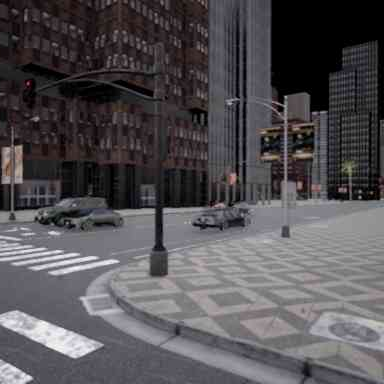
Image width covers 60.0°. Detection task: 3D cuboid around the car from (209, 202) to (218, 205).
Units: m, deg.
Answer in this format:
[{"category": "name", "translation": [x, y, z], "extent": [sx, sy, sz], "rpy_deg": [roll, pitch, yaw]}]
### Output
[{"category": "car", "translation": [3.024, 2.033, 41.463], "extent": [1.812, 1.442, 4.674], "rpy_deg": [0, -1, 35]}]

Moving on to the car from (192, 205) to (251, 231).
[{"category": "car", "translation": [2.147, 1.855, 22.996], "extent": [2.033, 1.411, 5.357], "rpy_deg": [0, -1, 36]}]

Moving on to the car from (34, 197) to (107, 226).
[{"category": "car", "translation": [-8.720, 1.432, 24.759], "extent": [2.150, 2.045, 5.566], "rpy_deg": [0, -1, 35]}]

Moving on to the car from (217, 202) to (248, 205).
[{"category": "car", "translation": [5.317, 2.012, 39.063], "extent": [1.837, 1.490, 4.892], "rpy_deg": [0, -1, 35]}]

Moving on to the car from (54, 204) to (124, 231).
[{"category": "car", "translation": [-6.563, 1.771, 22.177], "extent": [1.994, 1.385, 4.181], "rpy_deg": [0, -1, 35]}]
